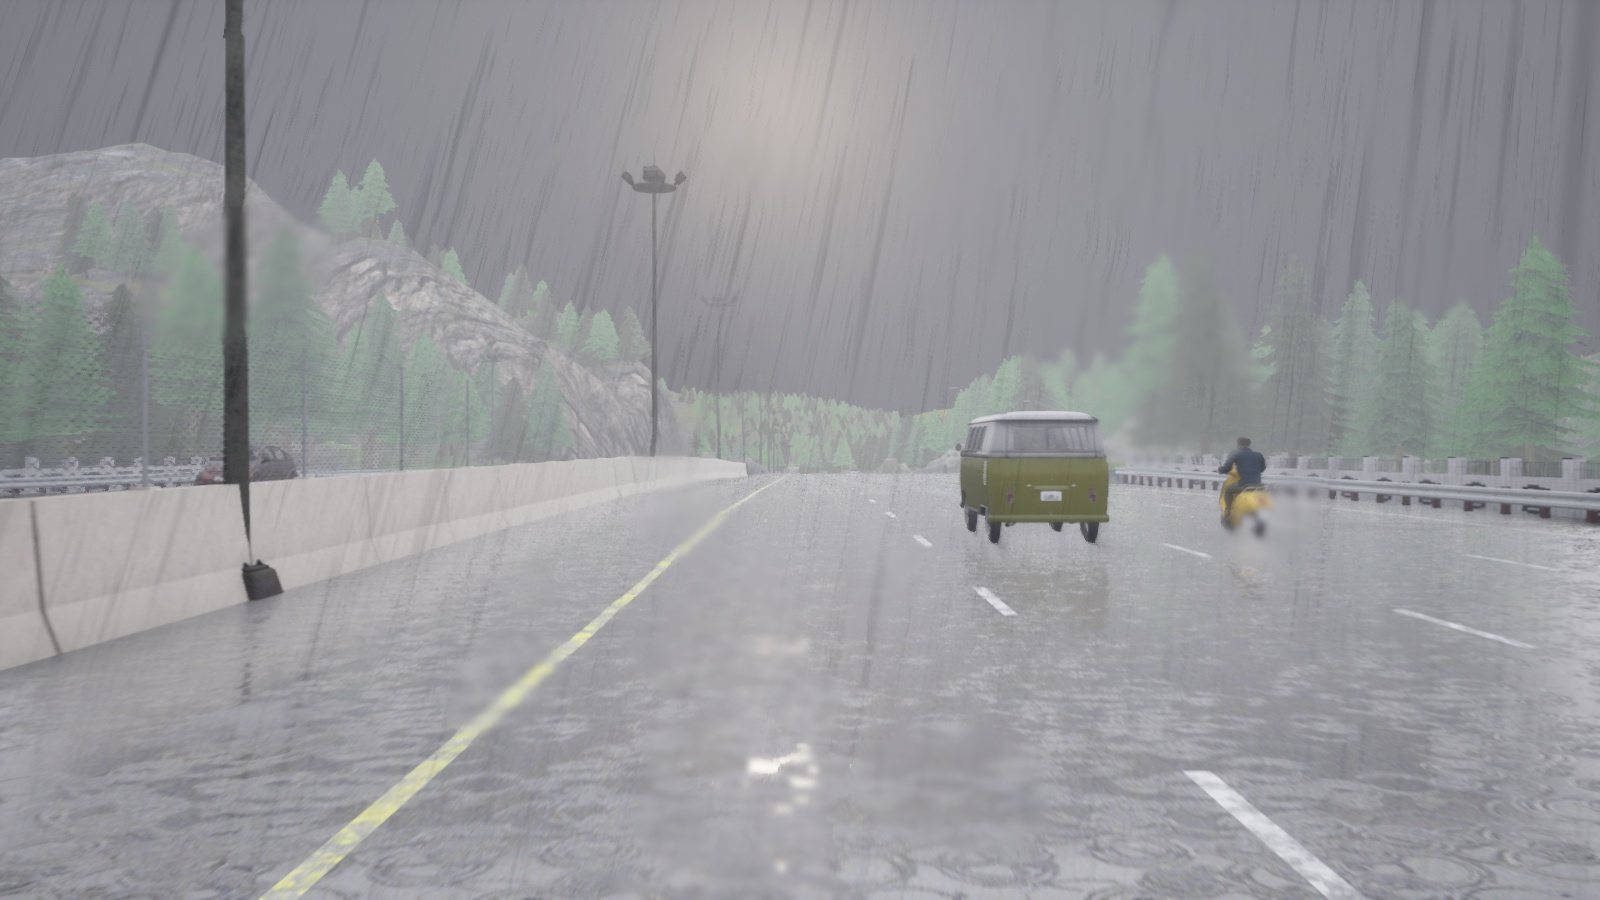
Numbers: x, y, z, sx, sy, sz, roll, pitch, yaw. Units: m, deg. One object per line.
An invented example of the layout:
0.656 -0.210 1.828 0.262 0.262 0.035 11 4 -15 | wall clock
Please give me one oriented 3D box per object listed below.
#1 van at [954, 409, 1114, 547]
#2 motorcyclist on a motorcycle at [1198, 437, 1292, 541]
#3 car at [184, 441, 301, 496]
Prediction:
3.631 0.395 20.223 1.775 1.987 4.442 0 0 0 | van
7.130 0.598 20.215 0.866 1.590 1.817 0 0 0 | motorcyclist on a motorcycle
-17.263 0.550 39.096 1.851 1.617 3.988 0 0 0 | car
